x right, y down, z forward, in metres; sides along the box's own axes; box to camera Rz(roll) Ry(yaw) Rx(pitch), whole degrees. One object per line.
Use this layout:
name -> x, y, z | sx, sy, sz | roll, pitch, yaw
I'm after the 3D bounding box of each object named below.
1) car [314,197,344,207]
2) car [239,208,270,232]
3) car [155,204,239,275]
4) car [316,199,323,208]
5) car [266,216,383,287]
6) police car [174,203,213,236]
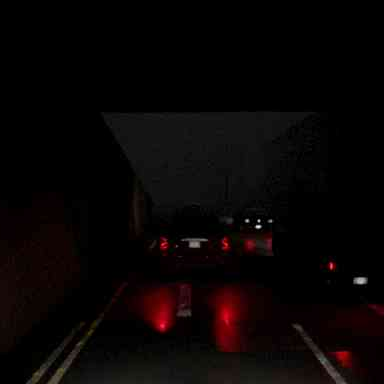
car -> 17.525, 1.251, 42.465 | 1.853, 1.218, 4.536 | 0, 0, 45
car -> 3.578, 1.581, 20.097 | 1.895, 1.301, 4.718 | 0, 0, 0
car -> 0.072, 1.342, 10.521 | 2.097, 1.767, 4.553 | 0, 0, 0
car -> 17.489, 1.409, 42.428 | 2.038, 1.542, 4.974 | 0, 0, 45
car -> 3.593, 1.591, 9.267 | 1.895, 1.301, 4.718 | 0, 0, 1
police car -> 0.074, 1.485, 19.647 | 2.038, 1.542, 4.974 | 0, 0, 0
